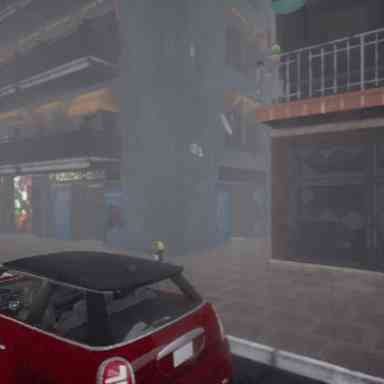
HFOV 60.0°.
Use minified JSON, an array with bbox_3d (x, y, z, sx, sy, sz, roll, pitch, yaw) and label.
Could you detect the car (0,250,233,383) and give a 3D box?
[{"bbox_3d":[-1.657,1.454,4.057,4.097,1.590,1.967,0,0,36],"label":"car"}]
